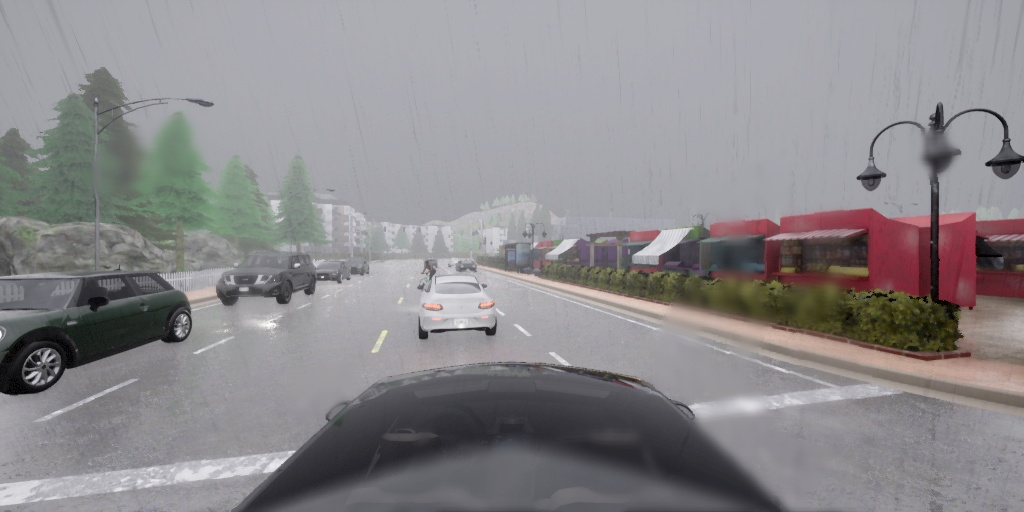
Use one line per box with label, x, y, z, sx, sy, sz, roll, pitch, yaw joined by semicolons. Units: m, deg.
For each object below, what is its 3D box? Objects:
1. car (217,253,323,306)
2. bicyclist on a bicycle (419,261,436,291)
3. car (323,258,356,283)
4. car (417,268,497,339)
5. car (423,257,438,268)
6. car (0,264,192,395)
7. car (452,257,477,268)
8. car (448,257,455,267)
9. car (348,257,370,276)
car;-10.366;0.876;15.728;2.150;2.045;5.566;0;0;-14
bicyclist on a bicycle;-4.568;1.079;19.707;0.582;1.620;1.656;0;1;24
car;-12.704;1.088;25.338;1.837;1.490;4.892;0;0;-14
car;-1.602;1.224;9.896;1.812;1.442;4.674;0;0;-13
car;-11.532;0.901;50.815;1.837;1.490;4.892;0;0;-13
car;-8.096;1.076;6.311;2.097;1.767;4.553;0;0;-13
car;-5.104;1.083;39.319;1.895;1.301;4.718;0;0;-14
car;-8.341;0.909;52.680;1.812;1.442;4.674;0;0;-13
car;-14.632;0.877;33.311;2.097;1.767;4.553;0;0;-13
